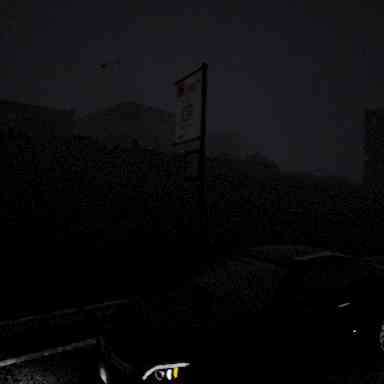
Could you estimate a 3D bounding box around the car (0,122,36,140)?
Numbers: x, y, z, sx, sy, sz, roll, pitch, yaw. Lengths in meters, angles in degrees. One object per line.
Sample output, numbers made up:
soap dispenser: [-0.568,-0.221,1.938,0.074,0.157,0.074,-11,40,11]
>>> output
car: [-13.095,-3.973,22.691,4.553,1.767,2.185,2,-1,-36]

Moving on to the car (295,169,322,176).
car: [16.362,-2.497,48.095,4.674,1.452,2.002,4,-2,-45]

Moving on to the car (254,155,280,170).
car: [8.415,-3.246,40.452,5.566,2.045,2.435,3,-1,-42]

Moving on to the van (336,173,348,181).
van: [24.162,-2.211,56.151,1.878,1.987,4.442,1,-2,44]

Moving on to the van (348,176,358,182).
van: [27.875,-1.908,60.250,1.878,1.987,4.442,1,-3,42]

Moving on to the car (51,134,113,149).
car: [-8.539,-3.655,26.152,4.792,1.488,2.163,2,-1,-37]

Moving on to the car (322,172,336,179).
car: [20.242,-2.236,52.044,2.002,1.452,4.674,1,-2,44]

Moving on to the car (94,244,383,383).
car: [1.097,1.508,4.512,4.674,1.442,1.812,0,0,-33]

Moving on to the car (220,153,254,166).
car: [4.237,-3.319,36.708,4.553,1.767,2.185,2,-1,-41]

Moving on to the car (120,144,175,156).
car: [-4.210,-3.488,29.572,4.674,1.452,2.002,2,-1,-38]

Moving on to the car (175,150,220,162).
car: [-0.029,-3.372,33.022,4.892,1.521,2.231,2,-1,-40]
